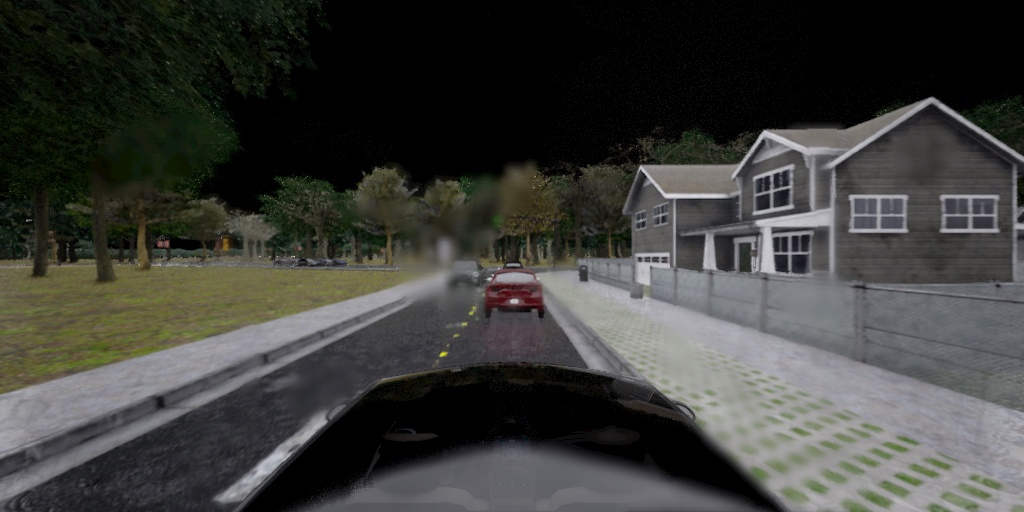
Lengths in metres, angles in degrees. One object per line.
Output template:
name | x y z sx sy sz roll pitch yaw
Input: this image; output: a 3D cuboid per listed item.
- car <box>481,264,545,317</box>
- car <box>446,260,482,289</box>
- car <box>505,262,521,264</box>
car | 0.097 1.207 13.030 1.882 1.535 5.008 0 -1 0
car | -2.831 1.064 22.811 2.097 1.767 4.553 0 0 0
car | 0.095 1.207 28.971 1.837 1.490 4.892 0 0 0
